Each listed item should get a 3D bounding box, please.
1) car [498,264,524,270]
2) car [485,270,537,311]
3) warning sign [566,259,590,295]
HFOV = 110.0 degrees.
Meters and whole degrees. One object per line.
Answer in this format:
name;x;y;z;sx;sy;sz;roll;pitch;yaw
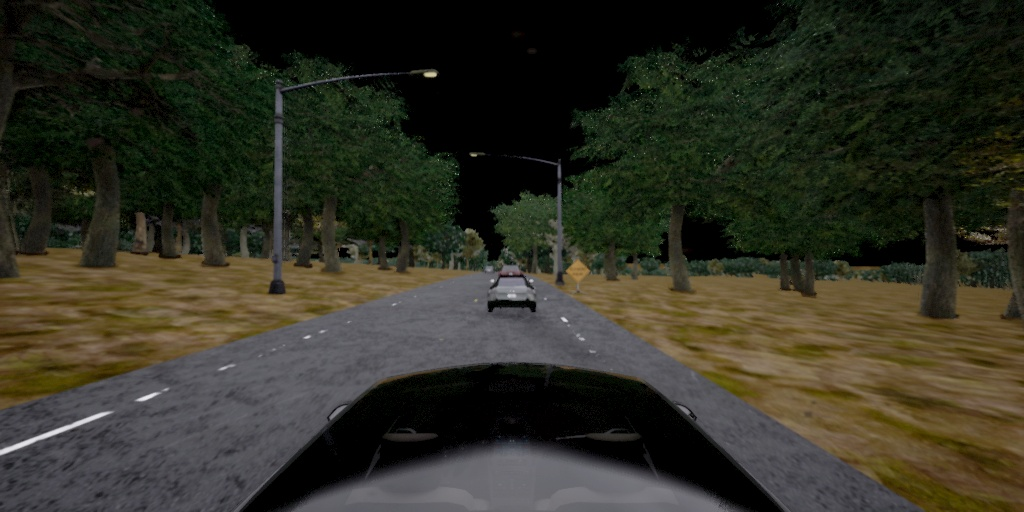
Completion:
car;-0.099;1.481;30.316;2.097;1.767;4.553;0;-1;0
car;-0.001;1.483;15.390;1.994;1.385;4.181;0;-1;0
warning sign;3.515;1.081;19.059;1.300;1.860;1.060;0;0;0
